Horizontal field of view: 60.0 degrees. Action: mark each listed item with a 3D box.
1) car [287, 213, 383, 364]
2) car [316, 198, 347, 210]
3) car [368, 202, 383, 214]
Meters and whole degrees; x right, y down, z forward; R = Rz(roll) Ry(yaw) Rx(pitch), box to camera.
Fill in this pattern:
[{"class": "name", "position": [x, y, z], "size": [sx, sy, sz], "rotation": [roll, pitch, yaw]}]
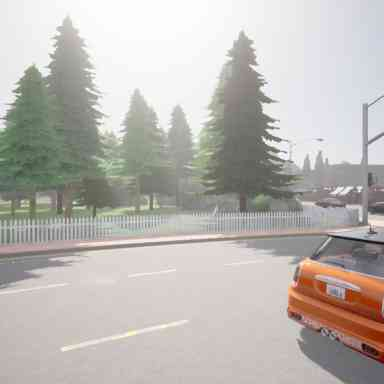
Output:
[{"class": "car", "position": [3.836, 1.352, 5.398], "size": [4.553, 1.767, 2.097], "rotation": [0, 0, -26]}, {"class": "car", "position": [17.860, 1.533, 42.872], "size": [1.882, 1.535, 5.008], "rotation": [0, 0, -8]}, {"class": "car", "position": [19.259, 1.656, 32.585], "size": [1.895, 1.301, 4.718], "rotation": [0, 0, -8]}]
